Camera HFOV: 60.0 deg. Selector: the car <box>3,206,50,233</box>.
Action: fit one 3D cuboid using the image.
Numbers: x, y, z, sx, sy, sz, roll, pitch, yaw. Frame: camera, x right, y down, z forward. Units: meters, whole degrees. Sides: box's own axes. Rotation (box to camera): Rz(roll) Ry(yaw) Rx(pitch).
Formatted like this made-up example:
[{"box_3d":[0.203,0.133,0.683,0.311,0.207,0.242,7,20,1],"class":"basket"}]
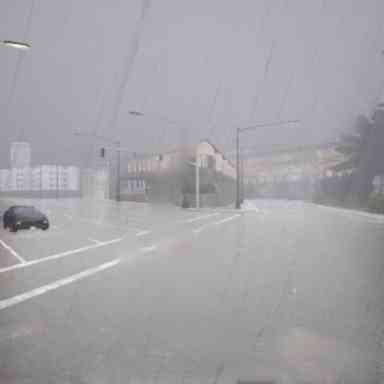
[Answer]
[{"box_3d":[-10.110,1.544,20.054,2.033,1.411,5.357,0,0,-36],"class":"car"}]
